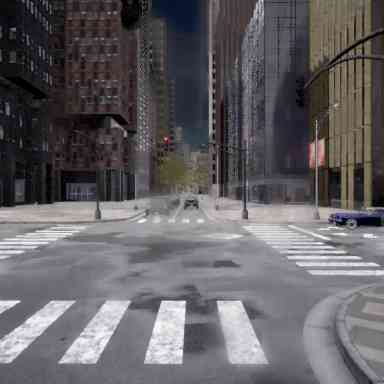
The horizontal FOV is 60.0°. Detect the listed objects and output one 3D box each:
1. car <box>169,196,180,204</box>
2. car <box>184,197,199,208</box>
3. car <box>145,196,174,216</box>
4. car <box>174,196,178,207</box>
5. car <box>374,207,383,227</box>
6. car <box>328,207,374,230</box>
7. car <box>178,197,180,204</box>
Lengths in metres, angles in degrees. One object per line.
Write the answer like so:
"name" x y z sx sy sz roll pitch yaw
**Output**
"car" -3.257 1.475 62.708 1.882 1.535 5.008 0 0 0
"car" -0.081 1.502 46.737 1.837 1.490 4.892 0 0 0
"car" -3.203 1.350 32.095 2.097 1.767 4.553 0 0 0
"car" -3.226 1.489 42.145 2.128 1.511 4.902 0 0 0
"car" 13.018 1.232 17.377 5.566 2.045 2.150 0 0 0
"car" 11.029 1.602 20.629 4.718 1.301 1.895 0 0 0
"car" -3.207 1.502 52.332 1.837 1.490 4.892 0 0 0
